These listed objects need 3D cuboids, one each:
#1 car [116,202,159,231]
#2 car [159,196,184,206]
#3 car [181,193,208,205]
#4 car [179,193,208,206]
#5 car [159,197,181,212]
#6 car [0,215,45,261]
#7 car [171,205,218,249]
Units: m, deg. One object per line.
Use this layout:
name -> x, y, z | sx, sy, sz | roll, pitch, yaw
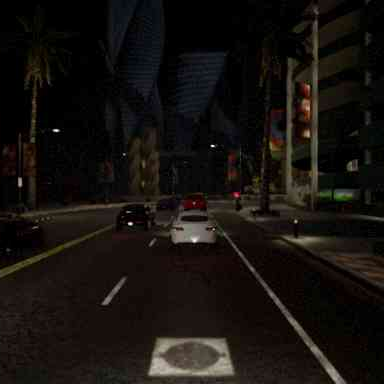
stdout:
car -> -3.402, 1.499, 20.757 | 1.837, 1.490, 4.892 | 0, 0, 0
car -> -3.332, 1.511, 56.021 | 1.812, 1.442, 4.674 | 0, 0, 33
car -> 0.474, 1.212, 35.698 | 2.150, 2.045, 5.566 | 0, 0, 5
car -> 0.339, 1.207, 55.356 | 2.150, 2.045, 5.566 | 0, 0, 35
car -> -2.665, 1.467, 38.098 | 1.882, 1.535, 5.008 | 0, 0, 8
car -> -7.094, 1.561, 12.143 | 1.994, 1.385, 4.181 | 0, 0, 0
car -> 0.086, 1.522, 14.488 | 1.812, 1.442, 4.674 | 0, 0, 0
